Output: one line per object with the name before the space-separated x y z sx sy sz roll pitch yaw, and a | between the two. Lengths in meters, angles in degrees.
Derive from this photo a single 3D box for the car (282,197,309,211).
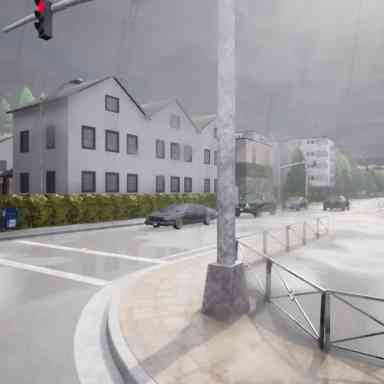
car | 11.567 1.307 37.074 2.128 1.511 4.902 0 0 36

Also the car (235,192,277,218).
car | 5.498 1.037 28.593 2.150 2.045 5.566 0 0 35

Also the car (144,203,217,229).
car | -0.469 1.363 20.182 2.033 1.411 5.357 0 0 35

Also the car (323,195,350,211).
car | 16.410 1.165 37.592 2.097 1.767 4.553 0 0 35
